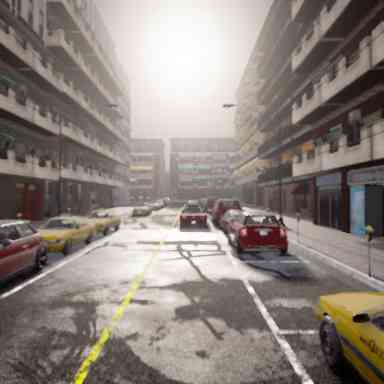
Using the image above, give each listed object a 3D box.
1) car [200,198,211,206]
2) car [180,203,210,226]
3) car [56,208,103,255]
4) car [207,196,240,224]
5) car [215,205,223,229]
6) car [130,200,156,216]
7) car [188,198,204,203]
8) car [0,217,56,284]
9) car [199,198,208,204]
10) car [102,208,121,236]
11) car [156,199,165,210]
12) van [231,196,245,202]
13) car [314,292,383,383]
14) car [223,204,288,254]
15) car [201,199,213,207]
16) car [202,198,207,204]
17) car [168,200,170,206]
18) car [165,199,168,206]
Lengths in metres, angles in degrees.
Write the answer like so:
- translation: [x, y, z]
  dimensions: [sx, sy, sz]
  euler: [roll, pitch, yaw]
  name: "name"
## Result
- translation: [2.574, 1.937, 63.974]
  dimensions: [1.887, 1.381, 4.507]
  euler: [1, 0, 0]
  name: "car"
- translation: [0.101, 1.729, 24.226]
  dimensions: [1.895, 1.301, 4.718]
  euler: [0, 0, 0]
  name: "car"
- translation: [-5.304, 1.596, 13.701]
  dimensions: [1.752, 1.417, 4.829]
  euler: [1, 0, 0]
  name: "car"
- translation: [2.578, 1.448, 25.031]
  dimensions: [2.192, 1.841, 5.009]
  euler: [1, 0, 0]
  name: "car"
- translation: [2.575, 1.683, 19.464]
  dimensions: [1.802, 1.307, 4.206]
  euler: [1, 0, 0]
  name: "car"
- translation: [-5.310, 1.724, 35.958]
  dimensions: [1.752, 1.417, 4.829]
  euler: [1, 0, 0]
  name: "car"
- translation: [0.101, 1.797, 41.261]
  dimensions: [1.994, 1.385, 4.181]
  euler: [0, 0, 0]
  name: "car"
- translation: [-5.303, 1.482, 8.309]
  dimensions: [1.967, 1.590, 4.097]
  euler: [1, 0, 0]
  name: "car"
- translation: [2.574, 2.045, 75.100]
  dimensions: [1.947, 1.339, 4.313]
  euler: [1, 0, 0]
  name: "car"
- translation: [-5.304, 1.626, 19.265]
  dimensions: [1.752, 1.417, 4.829]
  euler: [1, 0, 0]
  name: "car"
- translation: [-5.294, 1.797, 47.086]
  dimensions: [1.752, 1.417, 4.829]
  euler: [1, 0, 0]
  name: "car"
- translation: [13.083, 1.925, 94.676]
  dimensions: [3.998, 1.788, 1.690]
  euler: [0, -1, 0]
  name: "van"
- translation: [2.576, 1.540, 2.944]
  dimensions: [1.752, 1.417, 4.829]
  euler: [1, 0, 0]
  name: "car"
- translation: [2.577, 1.511, 13.901]
  dimensions: [1.967, 1.590, 4.097]
  euler: [1, 0, 0]
  name: "car"
- translation: [2.575, 1.917, 58.408]
  dimensions: [1.947, 1.339, 4.313]
  euler: [1, 0, 0]
  name: "car"
- translation: [2.578, 1.551, 41.721]
  dimensions: [2.192, 1.841, 5.009]
  euler: [1, 0, 0]
  name: "car"
- translation: [-5.273, 1.959, 63.948]
  dimensions: [1.947, 1.339, 4.313]
  euler: [1, 0, 0]
  name: "car"
- translation: [-5.285, 1.836, 52.650]
  dimensions: [1.752, 1.417, 4.829]
  euler: [1, 0, 0]
  name: "car"
